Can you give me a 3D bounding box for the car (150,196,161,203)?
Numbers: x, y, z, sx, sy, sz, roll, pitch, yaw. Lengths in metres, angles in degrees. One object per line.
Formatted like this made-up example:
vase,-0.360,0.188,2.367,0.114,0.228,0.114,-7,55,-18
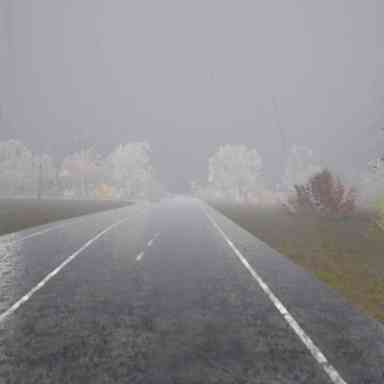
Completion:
car,-7.410,1.524,67.513,2.033,1.411,5.357,1,2,0
